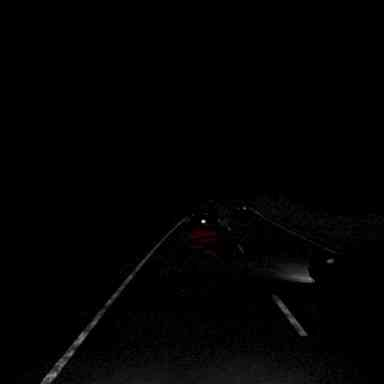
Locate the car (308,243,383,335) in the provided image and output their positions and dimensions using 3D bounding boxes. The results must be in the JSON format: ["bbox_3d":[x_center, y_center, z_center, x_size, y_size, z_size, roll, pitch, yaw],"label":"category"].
[{"bbox_3d":[3.663,1.576,5.548,2.033,1.411,5.357,0,0,1],"label":"car"}]

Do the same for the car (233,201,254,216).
[{"bbox_3d":[5.283,1.616,34.224,2.033,1.411,5.357,0,0,6],"label":"car"}]

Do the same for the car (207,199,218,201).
[{"bbox_3d":[2.450,1.576,40.292,1.812,1.442,4.674,0,0,7],"label":"car"}]

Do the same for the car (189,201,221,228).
[{"bbox_3d":[0.869,1.587,23.047,1.837,1.490,4.892,0,0,4],"label":"car"}]
